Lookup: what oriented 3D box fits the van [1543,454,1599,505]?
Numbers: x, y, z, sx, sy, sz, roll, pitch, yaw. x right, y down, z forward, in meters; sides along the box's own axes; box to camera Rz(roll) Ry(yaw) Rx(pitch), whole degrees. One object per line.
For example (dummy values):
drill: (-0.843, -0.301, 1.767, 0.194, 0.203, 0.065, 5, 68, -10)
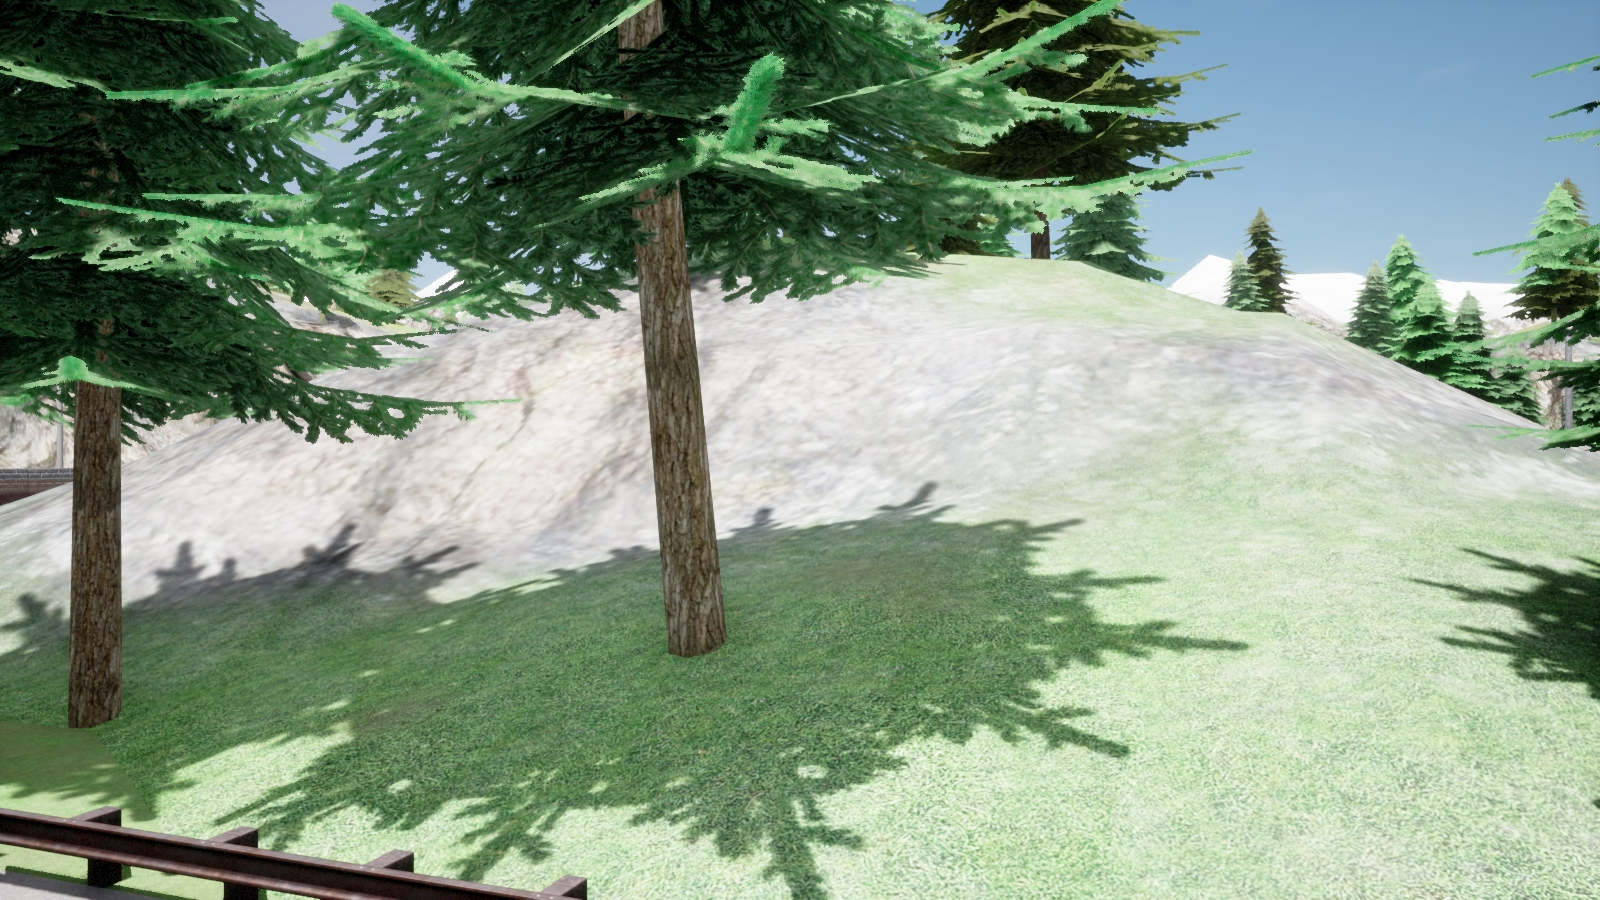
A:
van: (41.536, 1.520, 60.872, 1.988, 2.561, 5.915, 0, 0, 20)
